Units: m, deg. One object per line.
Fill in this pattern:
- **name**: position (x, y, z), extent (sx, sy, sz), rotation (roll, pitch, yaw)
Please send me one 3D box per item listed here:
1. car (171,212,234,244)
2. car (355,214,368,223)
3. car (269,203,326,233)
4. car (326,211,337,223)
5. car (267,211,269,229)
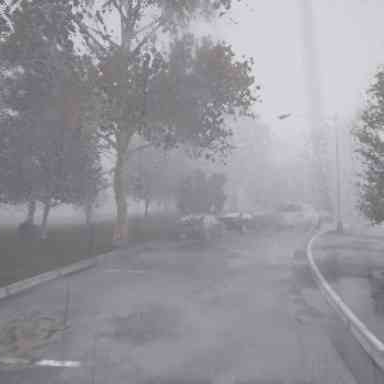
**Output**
- **car**: position (0.476, 1.945, 18.640), extent (2.231, 1.521, 4.892), rotation (-2, -2, 22)
- **car**: position (19.634, 2.603, 36.179), extent (4.892, 1.490, 1.837), rotation (1, -5, -36)
- **car**: position (7.795, 1.827, 24.238), extent (2.150, 2.045, 5.566), rotation (-3, -4, 33)
- **car**: position (14.126, 2.759, 36.749), extent (4.892, 1.521, 2.231), rotation (2, -5, -39)
- **car**: position (9.912, 2.578, 32.855), extent (2.097, 1.535, 5.008), rotation (-4, -5, 43)
